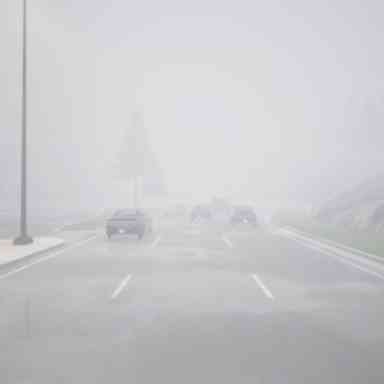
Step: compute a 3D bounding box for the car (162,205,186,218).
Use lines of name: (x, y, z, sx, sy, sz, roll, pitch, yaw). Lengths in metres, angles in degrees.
car: (-1.525, 1.984, 35.440, 1.895, 1.301, 4.718, 0, -1, 14)

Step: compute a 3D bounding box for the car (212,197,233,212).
car: (3.832, 1.673, 41.546, 2.150, 2.045, 5.566, 0, 0, 16)

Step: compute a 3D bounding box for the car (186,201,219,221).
car: (1.057, 1.836, 30.525, 1.837, 1.490, 4.892, 0, 0, 10)

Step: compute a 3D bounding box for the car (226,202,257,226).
car: (3.889, 1.785, 25.801, 1.837, 1.490, 4.892, 0, 0, 3)

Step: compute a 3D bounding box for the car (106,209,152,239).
car: (-3.366, 1.692, 18.447, 2.128, 1.511, 4.902, 0, -1, 1)
